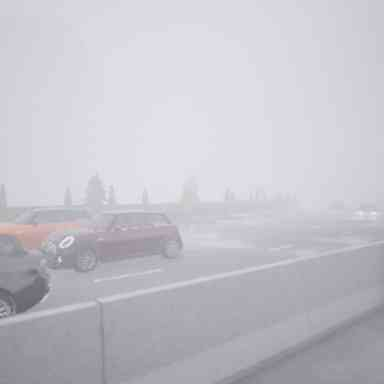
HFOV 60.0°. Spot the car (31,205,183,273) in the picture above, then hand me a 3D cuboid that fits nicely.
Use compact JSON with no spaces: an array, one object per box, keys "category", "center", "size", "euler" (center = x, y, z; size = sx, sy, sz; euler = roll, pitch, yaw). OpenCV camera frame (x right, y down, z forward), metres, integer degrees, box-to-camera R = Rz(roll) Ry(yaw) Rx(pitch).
[{"category":"car","center":[-2.554,1.414,11.093],"size":[4.553,1.767,2.097],"euler":[0,0,-39]}]

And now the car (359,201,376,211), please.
[{"category":"car","center":[23.076,1.819,43.780],"size":[1.895,1.301,4.718],"euler":[0,0,25]}]

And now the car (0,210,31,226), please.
[{"category":"car","center":[-5.872,1.426,12.915],"size":[4.553,1.767,2.097],"euler":[0,0,-39]}]

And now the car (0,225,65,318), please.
[{"category":"car","center":[-4.782,1.523,5.016],"size":[4.902,1.511,2.128],"euler":[0,0,-36]}]

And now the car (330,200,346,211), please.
[{"category":"car","center":[19.641,1.773,44.617],"size":[2.033,1.411,5.357],"euler":[0,0,26]}]
